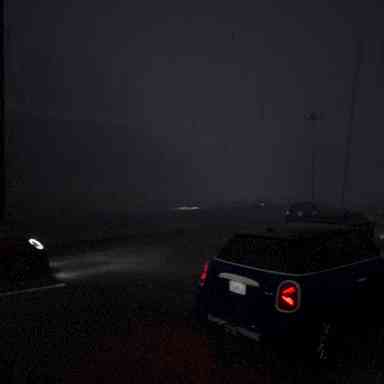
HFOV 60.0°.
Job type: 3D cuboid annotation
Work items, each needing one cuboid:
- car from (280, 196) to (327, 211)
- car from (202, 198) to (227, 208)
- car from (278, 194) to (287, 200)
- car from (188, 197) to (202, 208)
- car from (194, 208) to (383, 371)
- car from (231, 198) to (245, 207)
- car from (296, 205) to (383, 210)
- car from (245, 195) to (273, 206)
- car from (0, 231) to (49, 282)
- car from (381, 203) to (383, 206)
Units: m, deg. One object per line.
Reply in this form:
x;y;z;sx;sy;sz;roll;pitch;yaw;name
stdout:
7.758;1.342;21.234;2.097;1.767;4.553;0;0;41;car
3.473;1.585;47.098;1.994;1.385;4.181;0;0;25;car
22.919;1.266;84.286;1.882;1.535;5.008;0;0;23;car
1.039;1.557;50.177;1.812;1.442;4.674;0;0;24;car
2.279;1.350;5.987;4.553;1.767;2.097;0;0;-39;car
6.878;1.573;46.134;1.994;1.385;4.181;0;0;25;car
6.753;1.494;14.865;1.837;1.490;4.892;0;0;45;car
8.686;1.478;41.876;1.882;1.535;5.008;0;0;27;car
-6.083;1.380;8.286;4.553;1.767;2.097;0;0;-36;car
18.801;1.452;30.925;2.128;1.511;4.902;0;0;30;car
